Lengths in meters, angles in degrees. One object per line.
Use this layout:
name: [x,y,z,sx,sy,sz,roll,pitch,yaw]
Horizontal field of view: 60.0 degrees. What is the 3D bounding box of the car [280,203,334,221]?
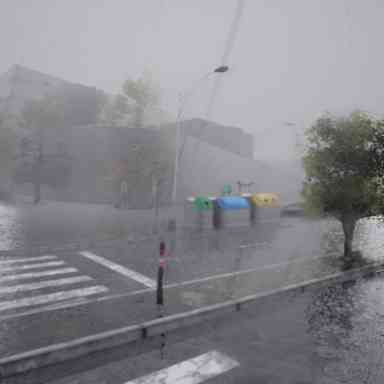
car: [8.735,1.516,27.381,4.792,1.488,2.163,0,0,31]
